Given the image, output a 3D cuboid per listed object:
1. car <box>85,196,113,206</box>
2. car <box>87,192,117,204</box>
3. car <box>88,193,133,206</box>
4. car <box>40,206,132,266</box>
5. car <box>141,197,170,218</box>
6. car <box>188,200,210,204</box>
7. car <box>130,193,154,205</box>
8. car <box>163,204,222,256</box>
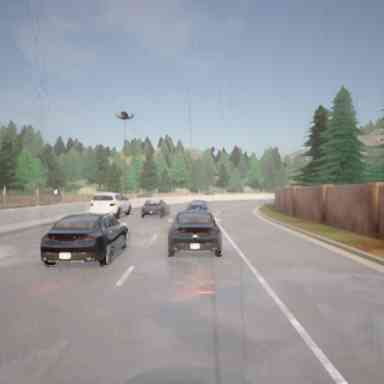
[{"bbox_3d":[-13.683,1.309,49.225,1.812,1.442,4.674,0,0,16],"label":"car"},{"bbox_3d":[-15.176,0.973,56.458,2.150,2.045,5.566,0,0,19],"label":"car"},{"bbox_3d":[-6.606,1.100,27.524,2.150,2.045,5.566,0,0,3],"label":"car"},{"bbox_3d":[-3.406,1.454,11.337,1.837,1.490,4.892,0,0,0],"label":"car"},{"bbox_3d":[-3.009,1.365,28.389,2.128,1.511,4.902,0,0,4],"label":"car"},{"bbox_3d":[0.582,1.394,29.461,1.812,1.442,4.674,0,0,5],"label":"car"},{"bbox_3d":[-8.255,1.109,54.976,2.097,1.767,4.553,0,0,19],"label":"car"},{"bbox_3d":[0.094,1.447,12.874,1.837,1.490,4.892,0,0,0],"label":"car"}]
